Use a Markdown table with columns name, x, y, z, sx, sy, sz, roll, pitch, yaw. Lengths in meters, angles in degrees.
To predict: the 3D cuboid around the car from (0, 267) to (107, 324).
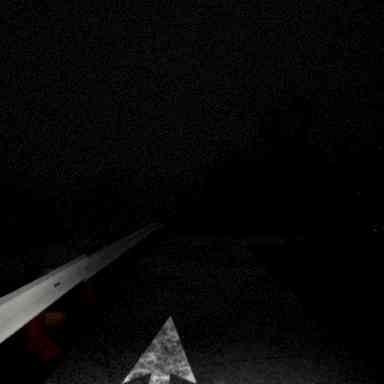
| name | x | y | z | sx | sy | sz | roll | pitch | yaw |
| --- | --- | --- | --- | --- | --- | --- | --- | --- | --- |
| car | -6.863 | 4.670 | 14.695 | 5.566 | 2.045 | 2.435 | 2 | -5 | -20 |

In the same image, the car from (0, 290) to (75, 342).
| name | x | y | z | sx | sy | sz | roll | pitch | yaw |
| --- | --- | --- | --- | --- | --- | --- | --- | --- | --- |
| car | -7.054 | 4.696 | 11.584 | 5.366 | 1.575 | 1.946 | 2 | -4 | -20 |

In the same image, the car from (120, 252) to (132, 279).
| name | x | y | z | sx | sy | sz | roll | pitch | yaw |
| --- | --- | --- | --- | --- | --- | --- | --- | --- | --- |
| car | -6.966 | 5.435 | 23.718 | 4.553 | 1.767 | 2.185 | 2 | -5 | -20 |

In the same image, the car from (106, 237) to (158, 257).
| name | x | y | z | sx | sy | sz | roll | pitch | yaw |
| --- | --- | --- | --- | --- | --- | --- | --- | --- | --- |
| car | -6.968 | 6.378 | 38.818 | 5.566 | 2.045 | 2.435 | 2 | -5 | -20 |

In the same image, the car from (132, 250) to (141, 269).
| name | x | y | z | sx | sy | sz | roll | pitch | yaw |
| --- | --- | --- | --- | --- | --- | --- | --- | --- | --- |
| car | -6.935 | 5.776 | 26.722 | 4.892 | 1.521 | 2.231 | 2 | -4 | -20 |

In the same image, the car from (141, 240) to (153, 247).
| name | x | y | z | sx | sy | sz | roll | pitch | yaw |
| --- | --- | --- | --- | --- | --- | --- | --- | --- | --- |
| car | -6.996 | 6.162 | 35.766 | 5.566 | 2.045 | 2.435 | 2 | -4 | -20 |

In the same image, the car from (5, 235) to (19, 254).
| name | x | y | z | sx | sy | sz | roll | pitch | yaw |
| --- | --- | --- | --- | --- | --- | --- | --- | --- | --- |
| car | -23.917 | 6.384 | 38.921 | 5.566 | 2.045 | 2.435 | 1 | -5 | -20 |

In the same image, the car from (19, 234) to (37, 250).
| name | x | y | z | sx | sy | sz | roll | pitch | yaw |
| --- | --- | --- | --- | --- | --- | --- | --- | --- | --- |
| car | -23.986 | 6.799 | 44.790 | 5.566 | 2.045 | 2.435 | 1 | -4 | -20 |

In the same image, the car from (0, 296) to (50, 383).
| name | x | y | z | sx | sy | sz | roll | pitch | yaw |
| --- | --- | --- | --- | --- | --- | --- | --- | --- | --- |
| car | -6.898 | 4.240 | 8.647 | 5.566 | 2.045 | 2.435 | 2 | -4 | -20 |

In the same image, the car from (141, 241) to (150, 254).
| name | x | y | z | sx | sy | sz | roll | pitch | yaw |
| --- | --- | --- | --- | --- | --- | --- | --- | --- | --- |
| car | -6.932 | 6.076 | 32.766 | 4.553 | 1.767 | 2.185 | 2 | -4 | -20 |

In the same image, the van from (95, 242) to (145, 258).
| name | x | y | z | sx | sy | sz | roll | pitch | yaw |
| --- | --- | --- | --- | --- | --- | --- | --- | --- | --- |
| van | -6.844 | 5.767 | 29.798 | 4.442 | 1.987 | 1.878 | 2 | -5 | -20 |

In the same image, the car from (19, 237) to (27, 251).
| name | x | y | z | sx | sy | sz | roll | pitch | yaw |
| --- | --- | --- | --- | --- | --- | --- | --- | --- | --- |
| car | -23.933 | 6.873 | 41.860 | 4.792 | 1.488 | 2.163 | 1 | -5 | -20 |

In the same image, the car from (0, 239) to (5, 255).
| name | x | y | z | sx | sy | sz | roll | pitch | yaw |
| --- | --- | --- | --- | --- | --- | --- | --- | --- | --- |
| car | -23.906 | 6.175 | 35.969 | 5.566 | 2.045 | 2.435 | 1 | -5 | -20 |

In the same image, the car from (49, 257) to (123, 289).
| name | x | y | z | sx | sy | sz | roll | pitch | yaw |
| --- | --- | --- | --- | --- | --- | --- | --- | --- | --- |
| car | -6.945 | 5.221 | 20.696 | 4.553 | 1.767 | 2.185 | 2 | -5 | -20 |

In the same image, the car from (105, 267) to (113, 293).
| name | x | y | z | sx | sy | sz | roll | pitch | yaw |
| --- | --- | --- | --- | --- | --- | --- | --- | --- | --- |
| car | -6.936 | 5.162 | 17.669 | 4.792 | 1.488 | 2.163 | 2 | -4 | -20 |
